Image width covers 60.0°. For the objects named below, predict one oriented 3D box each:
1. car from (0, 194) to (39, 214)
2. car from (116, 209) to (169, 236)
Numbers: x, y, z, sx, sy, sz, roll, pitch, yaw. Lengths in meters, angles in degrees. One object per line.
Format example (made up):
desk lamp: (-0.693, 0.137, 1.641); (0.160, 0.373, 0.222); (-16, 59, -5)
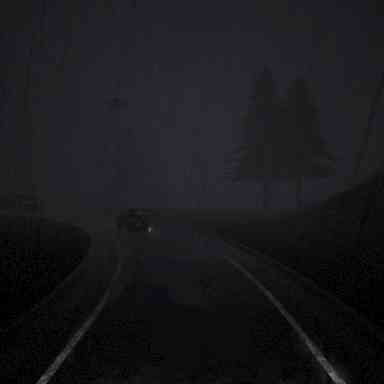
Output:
car: (-18.246, 1.171, 34.307); (5.566, 2.045, 2.150); (0, 0, 28)
car: (-2.897, 1.567, 18.358); (1.895, 1.301, 4.718); (0, 0, -23)
